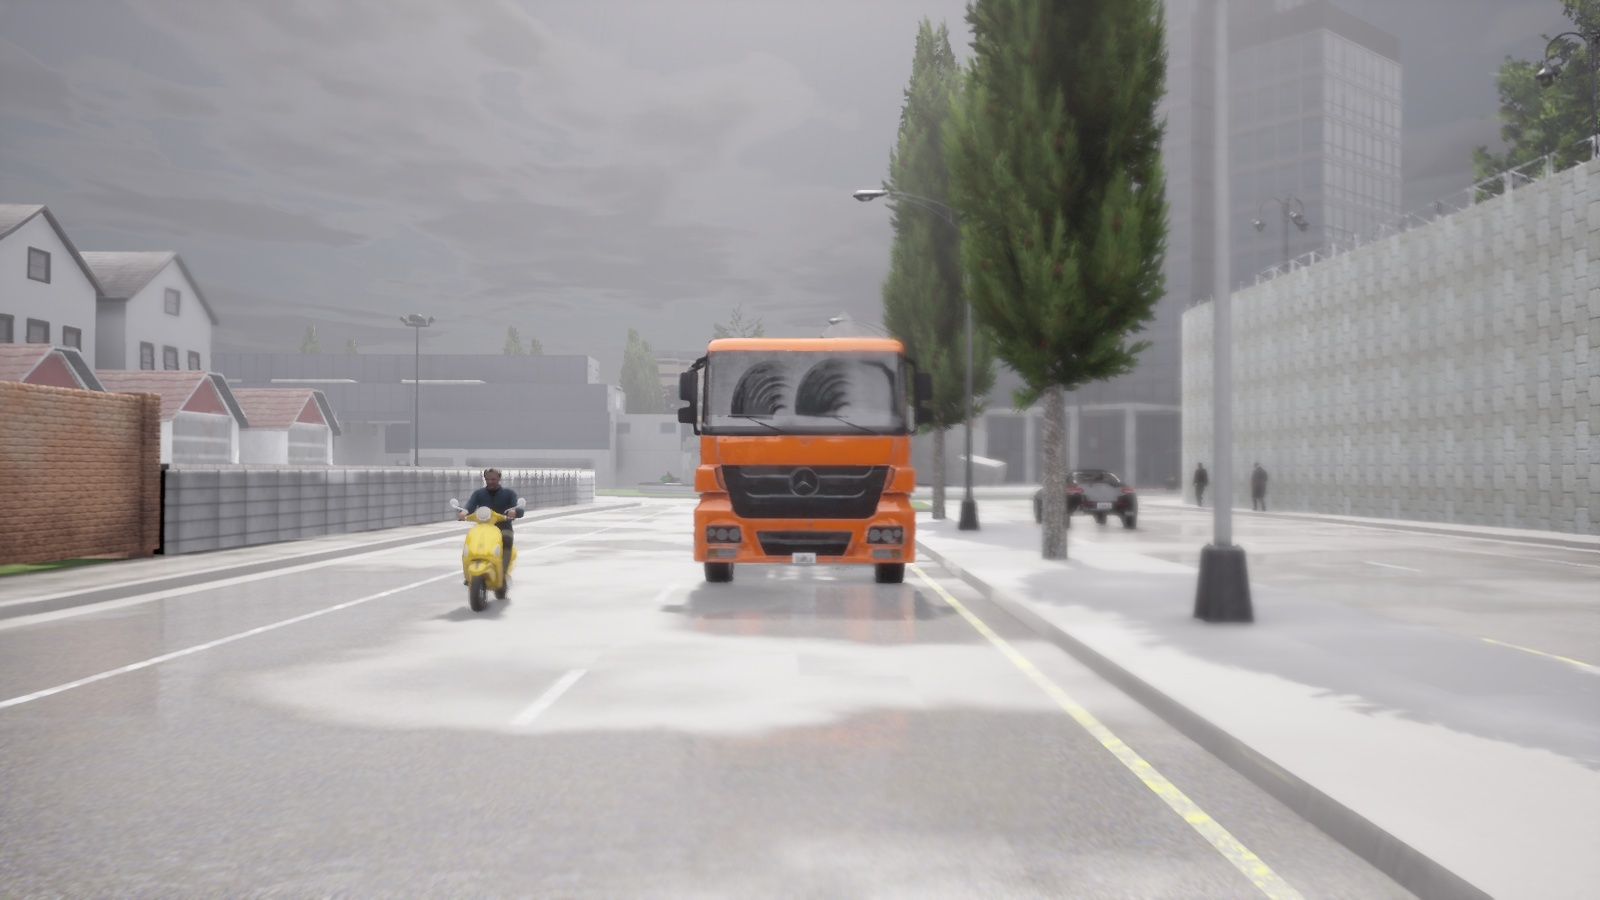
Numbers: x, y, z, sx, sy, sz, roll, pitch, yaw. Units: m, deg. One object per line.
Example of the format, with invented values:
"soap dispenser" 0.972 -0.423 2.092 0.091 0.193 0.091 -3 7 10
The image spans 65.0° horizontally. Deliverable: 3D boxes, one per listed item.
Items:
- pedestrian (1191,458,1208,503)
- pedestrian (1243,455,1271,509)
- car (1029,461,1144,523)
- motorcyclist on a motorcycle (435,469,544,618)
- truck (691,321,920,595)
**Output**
"pedestrian" 16.421 1.263 51.615 0.431 1.840 0.703 0 -1 -3
"pedestrian" 16.745 1.168 46.036 0.659 1.952 0.873 0 -1 -5
"car" 8.167 1.165 36.310 2.152 1.651 5.027 0 -1 0
"motorcyclist on a motorcycle" -3.523 1.023 14.406 0.866 1.590 1.817 0 -1 -2
"truck" 0.095 0.164 19.883 2.891 3.462 7.936 0 -1 0
